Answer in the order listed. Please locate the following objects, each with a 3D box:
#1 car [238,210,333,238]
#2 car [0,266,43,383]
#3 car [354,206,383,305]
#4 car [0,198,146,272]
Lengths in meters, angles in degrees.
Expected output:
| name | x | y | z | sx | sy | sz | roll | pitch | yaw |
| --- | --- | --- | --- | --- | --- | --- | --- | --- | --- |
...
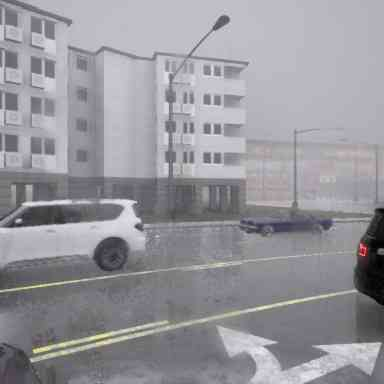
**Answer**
| name | x | y | z | sx | sy | sz | roll | pitch | yaw |
| --- | --- | --- | --- | --- | --- | --- | --- | --- | --- |
| car | 4.834 | 1.601 | 17.401 | 4.718 | 1.301 | 1.895 | 0 | 0 | -19 |
| car | -3.341 | 1.547 | 1.221 | 5.357 | 1.411 | 2.033 | 0 | 0 | -37 |
| car | 5.671 | 1.221 | 6.277 | 5.566 | 2.045 | 2.150 | 0 | 0 | -23 |
| car | -4.083 | 1.221 | 9.473 | 5.566 | 2.045 | 2.150 | 0 | 0 | -31 |
